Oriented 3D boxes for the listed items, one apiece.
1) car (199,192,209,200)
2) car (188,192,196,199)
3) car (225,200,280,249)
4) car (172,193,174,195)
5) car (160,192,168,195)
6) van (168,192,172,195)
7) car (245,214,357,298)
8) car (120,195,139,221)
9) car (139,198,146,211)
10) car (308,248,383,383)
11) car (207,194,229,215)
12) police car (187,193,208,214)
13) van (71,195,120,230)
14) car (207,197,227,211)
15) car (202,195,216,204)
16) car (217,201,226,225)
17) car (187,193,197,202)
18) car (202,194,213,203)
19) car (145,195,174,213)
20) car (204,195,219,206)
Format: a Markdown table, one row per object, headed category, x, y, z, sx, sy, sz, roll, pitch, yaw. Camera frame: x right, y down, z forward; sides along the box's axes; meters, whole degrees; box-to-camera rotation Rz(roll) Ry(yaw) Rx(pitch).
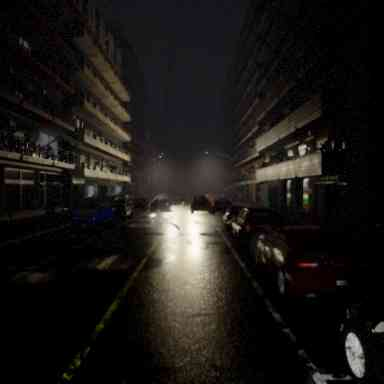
| category | x | y | z | sx | sy | sz | roll | pitch | yaw |
| --- | --- | --- | --- | --- | --- | --- | --- | --- | --- |
| car | 2.698 | 0.854 | 76.124 | 2.192 | 1.841 | 5.009 | 0 | 0 | 0 |
| car | 0.014 | 0.888 | 83.583 | 2.128 | 1.511 | 4.902 | 0 | 0 | 0 |
| car | 2.692 | 1.330 | 13.847 | 1.967 | 1.590 | 4.097 | 0 | 0 | 0 |
| car | -5.680 | 0.935 | 87.473 | 1.967 | 1.590 | 4.097 | 0 | 0 | 0 |
| car | -5.683 | 1.141 | 58.995 | 1.752 | 1.417 | 4.829 | 0 | 0 | 0 |
| van | -5.683 | 0.903 | 70.488 | 1.690 | 1.788 | 3.998 | 0 | 0 | 0 |
| car | 2.691 | 1.478 | 8.188 | 1.887 | 1.381 | 4.507 | 0 | 0 | 0 |
| car | -5.688 | 1.126 | 25.192 | 2.192 | 1.841 | 5.009 | 0 | 0 | 0 |
| car | -5.686 | 1.288 | 36.517 | 1.887 | 1.381 | 4.507 | 0 | 0 | 0 |
| car | 2.691 | 1.530 | 2.526 | 2.008 | 1.369 | 4.403 | 0 | 0 | 0 |
| car | 2.694 | 1.216 | 30.830 | 1.967 | 1.590 | 4.097 | 0 | 0 | 0 |
| police car | 0.806 | 1.192 | 32.547 | 1.930 | 1.638 | 5.238 | 0 | 0 | -2 |
| van | -5.688 | 1.189 | 19.532 | 1.690 | 1.788 | 3.998 | 0 | 0 | 0 |
| car | 2.695 | 1.268 | 36.663 | 1.752 | 1.417 | 4.829 | 0 | 0 | 0 |
| car | 2.697 | 1.190 | 53.483 | 1.887 | 1.381 | 4.507 | 0 | 0 | 0 |
| car | 2.692 | 1.430 | 19.512 | 1.802 | 1.307 | 4.206 | 0 | 0 | 0 |
| car | 0.011 | 1.060 | 65.890 | 1.882 | 1.535 | 5.008 | 0 | 0 | 0 |
| car | 2.697 | 1.139 | 59.311 | 1.752 | 1.417 | 4.829 | 0 | 0 | 0 |
| car | -3.094 | 1.308 | 33.553 | 2.033 | 1.411 | 5.357 | 0 | 0 | 0 |
| car | 2.696 | 1.223 | 47.818 | 1.887 | 1.381 | 4.507 | 0 | 0 | 0 |
